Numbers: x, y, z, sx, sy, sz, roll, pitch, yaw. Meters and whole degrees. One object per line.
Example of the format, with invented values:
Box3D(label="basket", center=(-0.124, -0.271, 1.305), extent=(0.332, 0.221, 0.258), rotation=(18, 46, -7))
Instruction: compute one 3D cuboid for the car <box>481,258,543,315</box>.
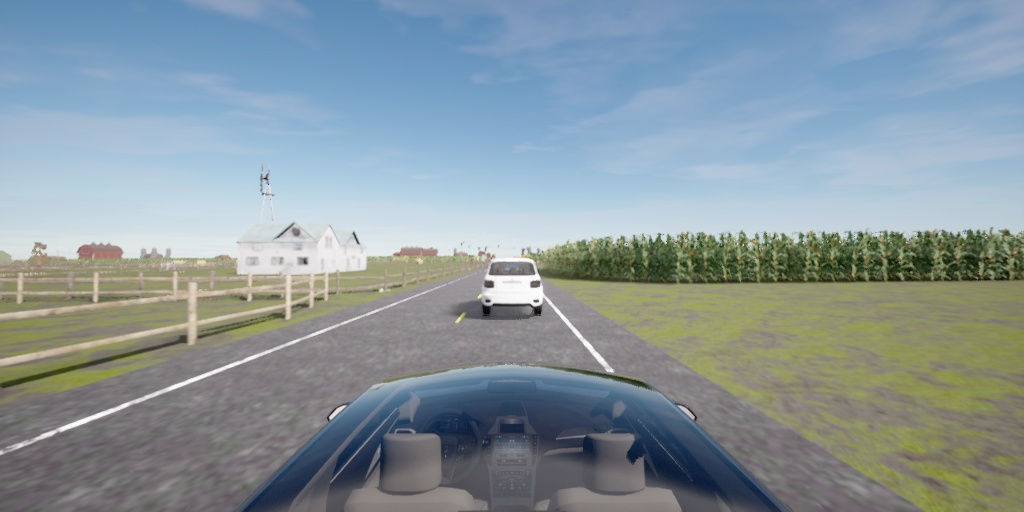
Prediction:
Box3D(label="car", center=(0.013, 1.108, 14.463), extent=(2.150, 2.045, 5.566), rotation=(0, 0, 0))
